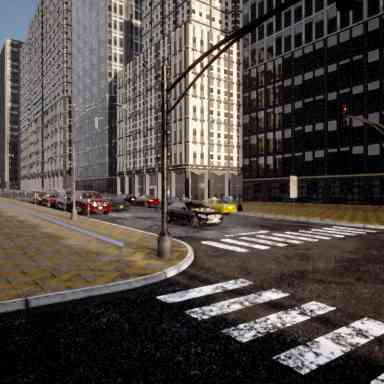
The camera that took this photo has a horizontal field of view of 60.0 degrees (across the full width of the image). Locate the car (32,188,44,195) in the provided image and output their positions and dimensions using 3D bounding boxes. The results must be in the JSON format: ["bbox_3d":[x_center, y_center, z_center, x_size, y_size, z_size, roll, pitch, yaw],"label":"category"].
[{"bbox_3d":[-38.089,-0.208,82.070,1.967,1.590,4.097,1,0,-36],"label":"car"}]

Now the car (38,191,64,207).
[{"bbox_3d":[-15.030,0.861,36.273,1.887,1.381,4.507,1,0,-36],"label":"car"}]

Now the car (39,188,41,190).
[{"bbox_3d":[-31.465,0.104,72.993,1.887,1.381,4.507,1,0,-36],"label":"car"}]

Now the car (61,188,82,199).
[{"bbox_3d":[-21.518,0.186,59.375,2.192,1.841,5.009,1,0,-36],"label":"car"}]

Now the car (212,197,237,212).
[{"bbox_3d":[1.642,1.127,27.798,1.752,1.417,4.829,1,0,-36],"label":"car"}]

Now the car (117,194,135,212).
[{"bbox_3d":[-7.222,1.054,29.942,1.994,1.385,4.181,0,1,-37],"label":"car"}]

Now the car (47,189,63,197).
[{"bbox_3d":[-28.151,0.214,68.454,2.008,1.369,4.403,1,0,-36],"label":"car"}]

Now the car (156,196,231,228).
[{"bbox_3d":[-0.078,1.242,20.164,1.812,1.442,4.674,0,1,-36],"label":"car"}]

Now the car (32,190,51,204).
[{"bbox_3d":[-18.344,0.793,40.811,1.802,1.307,4.206,1,0,-36],"label":"car"}]

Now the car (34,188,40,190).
[{"bbox_3d":[-34.776,-0.105,77.531,1.967,1.590,4.097,1,0,-36],"label":"car"}]

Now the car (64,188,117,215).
[{"bbox_3d":[-8.398,0.841,27.195,2.192,1.841,5.009,1,0,-36],"label":"car"}]

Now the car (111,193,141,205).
[{"bbox_3d":[-8.269,0.856,41.222,1.947,1.339,4.313,1,0,-36],"label":"car"}]

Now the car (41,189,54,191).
[{"bbox_3d":[-25.114,0.380,59.855,2.033,1.411,5.357,0,1,-34],"label":"car"}]

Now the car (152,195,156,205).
[{"bbox_3d":[-1.641,1.066,32.145,1.947,1.339,4.313,1,0,-36],"label":"car"}]

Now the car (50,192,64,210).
[{"bbox_3d":[-11.717,0.987,31.735,1.947,1.339,4.313,1,0,-36],"label":"car"}]

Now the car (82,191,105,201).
[{"bbox_3d":[-14.896,0.646,50.300,1.947,1.339,4.313,1,0,-36],"label":"car"}]

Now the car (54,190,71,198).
[{"bbox_3d":[-24.937,0.289,64.053,1.752,1.417,4.829,1,0,-36],"label":"car"}]

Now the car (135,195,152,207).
[{"bbox_3d":[-4.955,0.977,36.683,1.802,1.307,4.206,1,0,-36],"label":"car"}]
